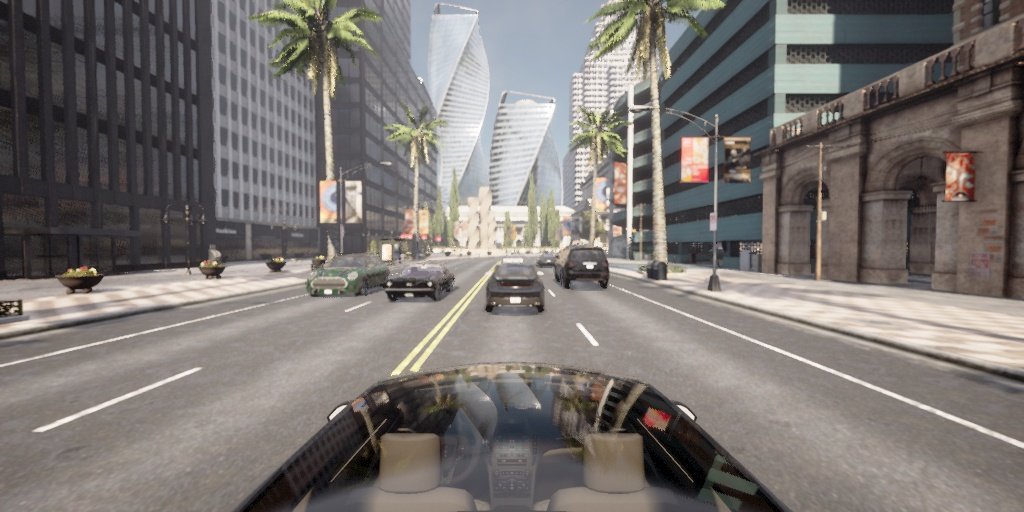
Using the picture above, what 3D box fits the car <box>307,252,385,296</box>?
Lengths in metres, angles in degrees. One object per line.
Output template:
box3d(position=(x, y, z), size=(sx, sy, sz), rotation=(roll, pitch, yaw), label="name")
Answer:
box3d(position=(-7.100, 0.732, 16.078), size=(2.097, 1.767, 4.553), rotation=(0, 1, 0), label="car")

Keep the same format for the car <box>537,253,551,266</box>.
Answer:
box3d(position=(3.601, 0.409, 36.938), size=(1.994, 1.385, 4.181), rotation=(0, 1, 0), label="car")

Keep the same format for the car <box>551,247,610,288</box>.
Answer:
box3d(position=(3.600, 0.522, 19.242), size=(2.150, 2.045, 5.566), rotation=(0, 2, 0), label="car")

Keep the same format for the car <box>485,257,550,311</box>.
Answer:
box3d(position=(0.099, 0.970, 12.789), size=(1.837, 1.490, 4.892), rotation=(0, 1, 0), label="car")

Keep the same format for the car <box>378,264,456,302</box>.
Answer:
box3d(position=(-3.601, 1.015, 14.763), size=(1.895, 1.301, 4.718), rotation=(0, 1, 0), label="car")

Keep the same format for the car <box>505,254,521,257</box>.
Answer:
box3d(position=(0.101, 0.487, 35.356), size=(1.895, 1.301, 4.718), rotation=(0, 1, 0), label="car")
